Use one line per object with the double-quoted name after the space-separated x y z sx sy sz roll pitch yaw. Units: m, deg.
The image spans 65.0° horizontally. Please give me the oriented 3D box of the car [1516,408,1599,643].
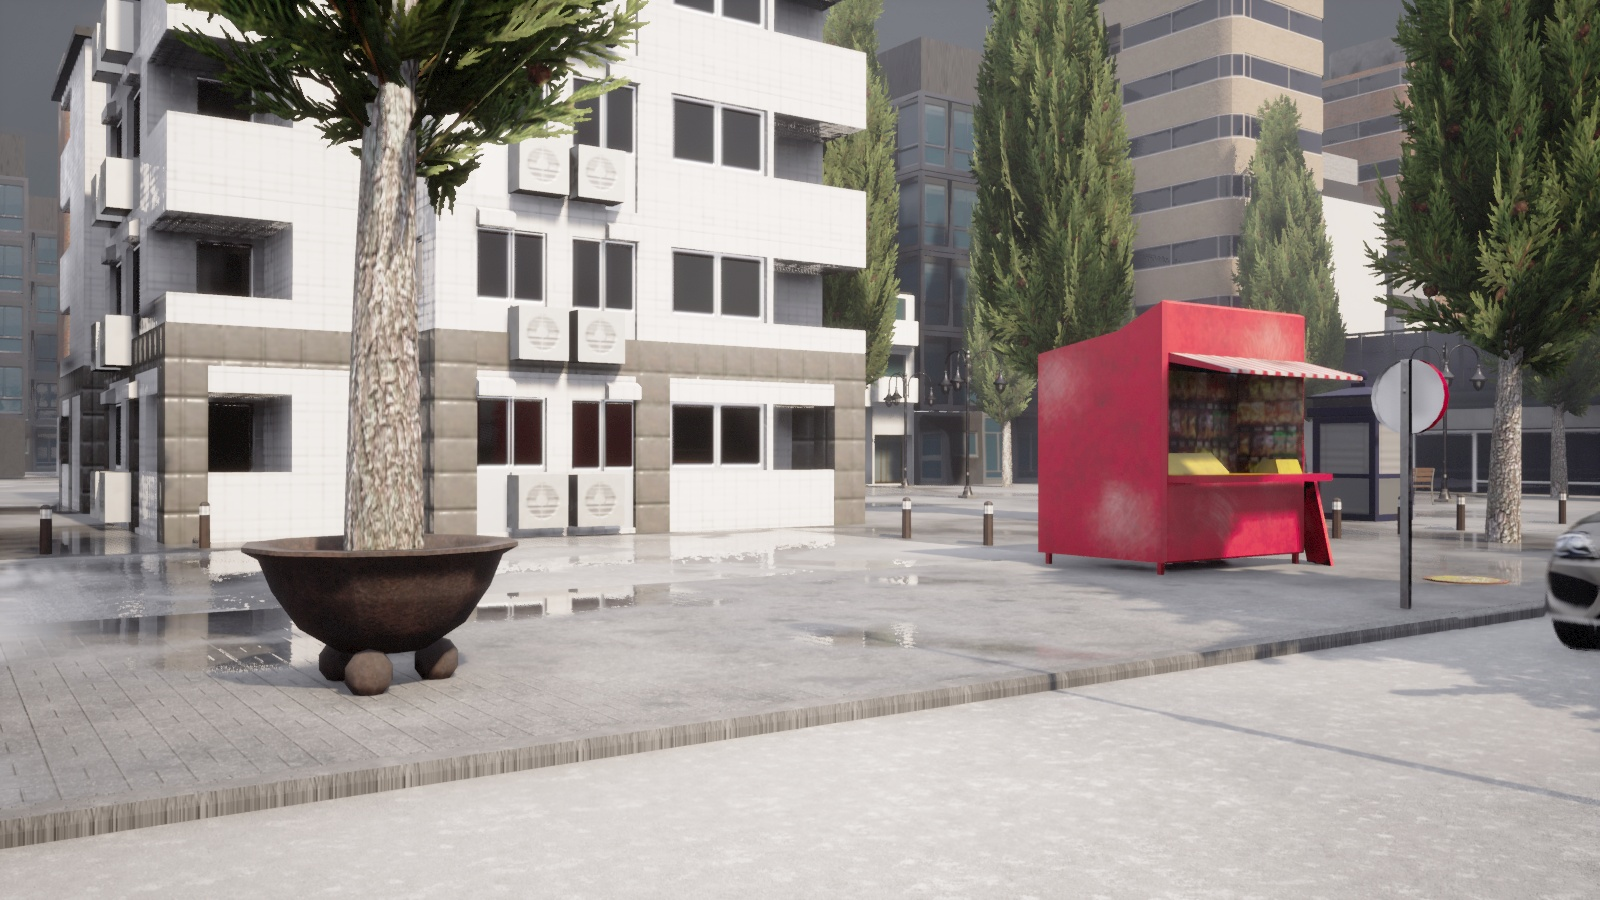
7.968 0.531 9.846 5.027 1.651 2.152 0 0 -35 "car"
